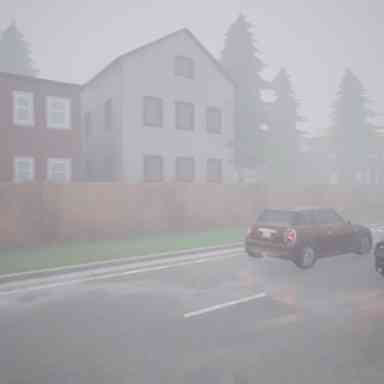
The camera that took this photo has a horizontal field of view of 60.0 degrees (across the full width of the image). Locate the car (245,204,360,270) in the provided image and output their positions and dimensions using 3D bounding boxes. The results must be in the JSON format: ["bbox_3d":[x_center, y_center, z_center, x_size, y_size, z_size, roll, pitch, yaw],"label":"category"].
[{"bbox_3d":[3.927,1.240,10.932,4.553,1.767,2.097,-1,0,-35],"label":"car"}]

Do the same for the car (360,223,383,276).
[{"bbox_3d":[6.551,1.388,8.491,4.892,1.490,1.837,-2,1,-35],"label":"car"}]
